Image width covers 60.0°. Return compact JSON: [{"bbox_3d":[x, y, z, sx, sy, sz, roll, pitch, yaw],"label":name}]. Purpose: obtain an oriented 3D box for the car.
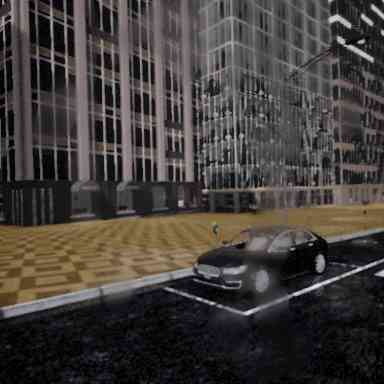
[{"bbox_3d":[1.972,1.593,8.706,4.403,1.369,2.008,0,-2,-42],"label":"car"}]
